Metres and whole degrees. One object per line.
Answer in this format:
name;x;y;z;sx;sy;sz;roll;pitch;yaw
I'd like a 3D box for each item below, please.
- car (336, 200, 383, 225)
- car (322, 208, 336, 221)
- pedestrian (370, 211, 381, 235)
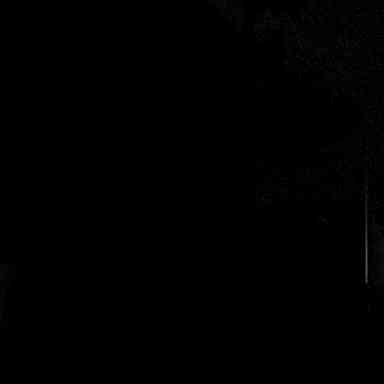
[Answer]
car;13.045;1.480;23.368;2.097;1.767;4.553;0;-1;-35
car;13.246;1.750;28.204;1.994;1.385;4.181;0;-1;-35
pedestrian;9.265;1.502;16.872;0.375;1.300;0.375;0;0;-36
